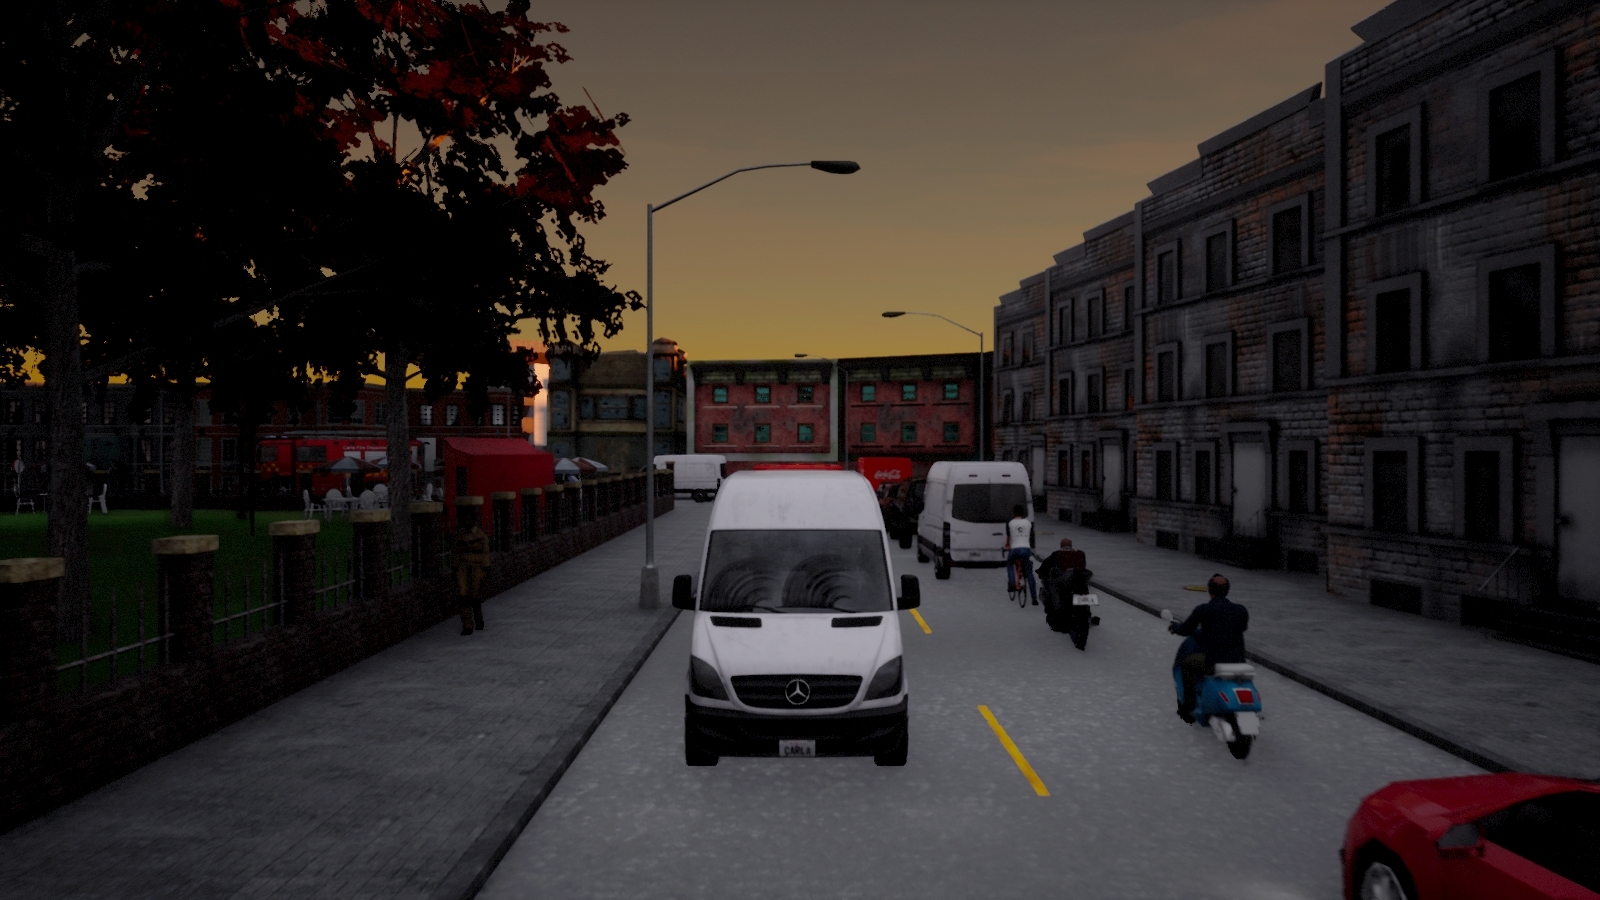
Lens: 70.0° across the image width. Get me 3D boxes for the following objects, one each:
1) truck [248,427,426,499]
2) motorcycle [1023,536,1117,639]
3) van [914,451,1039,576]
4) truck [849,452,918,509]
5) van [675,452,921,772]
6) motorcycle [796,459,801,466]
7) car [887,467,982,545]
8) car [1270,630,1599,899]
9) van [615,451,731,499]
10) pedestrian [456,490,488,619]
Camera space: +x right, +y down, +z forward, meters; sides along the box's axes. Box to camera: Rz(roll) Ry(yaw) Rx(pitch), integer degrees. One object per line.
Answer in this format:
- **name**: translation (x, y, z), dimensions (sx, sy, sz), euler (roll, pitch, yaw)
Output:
- **truck**: translation (-25.017, 0.671, 62.026), dimensions (8.468, 3.827, 2.891), euler (0, 0, -1)
- **motorcycle**: translation (3.962, 1.985, 16.936), dimensions (0.867, 1.251, 2.209), euler (0, 0, 0)
- **van**: translation (3.942, 1.314, 26.572), dimensions (1.988, 2.561, 5.915), euler (0, 0, 0)
- **truck**: translation (3.792, 1.349, 52.957), dimensions (2.627, 2.467, 5.204), euler (0, 0, -2)
- **van**: translation (-0.028, 1.314, 12.193), dimensions (1.988, 2.561, 5.915), euler (0, 0, 0)
- **motorcycle**: translation (-0.239, 1.963, 179.588), dimensions (0.856, 1.236, 1.805), euler (0, 0, 0)
- **car**: translation (3.878, 1.560, 33.995), dimensions (2.150, 2.045, 5.566), euler (0, 0, 0)
- **car**: translation (3.994, 1.841, 4.537), dimensions (2.231, 1.480, 4.892), euler (0, 0, 0)
- **van**: translation (-6.868, 1.316, 61.920), dimensions (5.915, 2.561, 1.988), euler (0, 0, 10)
- **pedestrian**: translation (-4.829, 1.525, 16.831), dimensions (0.375, 1.860, 0.375), euler (0, 0, 0)
